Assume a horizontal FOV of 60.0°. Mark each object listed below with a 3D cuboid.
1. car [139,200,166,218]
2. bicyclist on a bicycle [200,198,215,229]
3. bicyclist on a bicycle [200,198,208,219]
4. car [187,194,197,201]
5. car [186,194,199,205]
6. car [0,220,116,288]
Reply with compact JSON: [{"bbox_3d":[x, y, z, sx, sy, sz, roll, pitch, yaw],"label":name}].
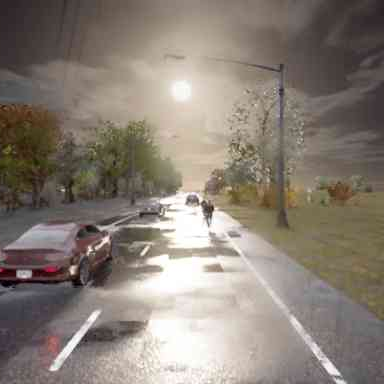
[{"bbox_3d":[-3.400,1.425,28.970,2.033,1.411,5.357,0,0,0],"label":"car"},{"bbox_3d":[0.968,1.292,18.524,0.659,1.776,1.843,0,0,0],"label":"bicyclist on a bicycle"},{"bbox_3d":[0.968,1.337,27.316,0.582,1.620,1.656,0,0,0],"label":"bicyclist on a bicycle"},{"bbox_3d":[0.007,1.232,74.169,2.033,1.411,5.357,0,0,0],"label":"car"},{"bbox_3d":[0.093,1.124,54.276,2.097,1.767,4.553,0,0,0],"label":"car"},{"bbox_3d":[-3.399,1.487,9.041,1.812,1.442,4.674,0,0,0],"label":"car"}]
